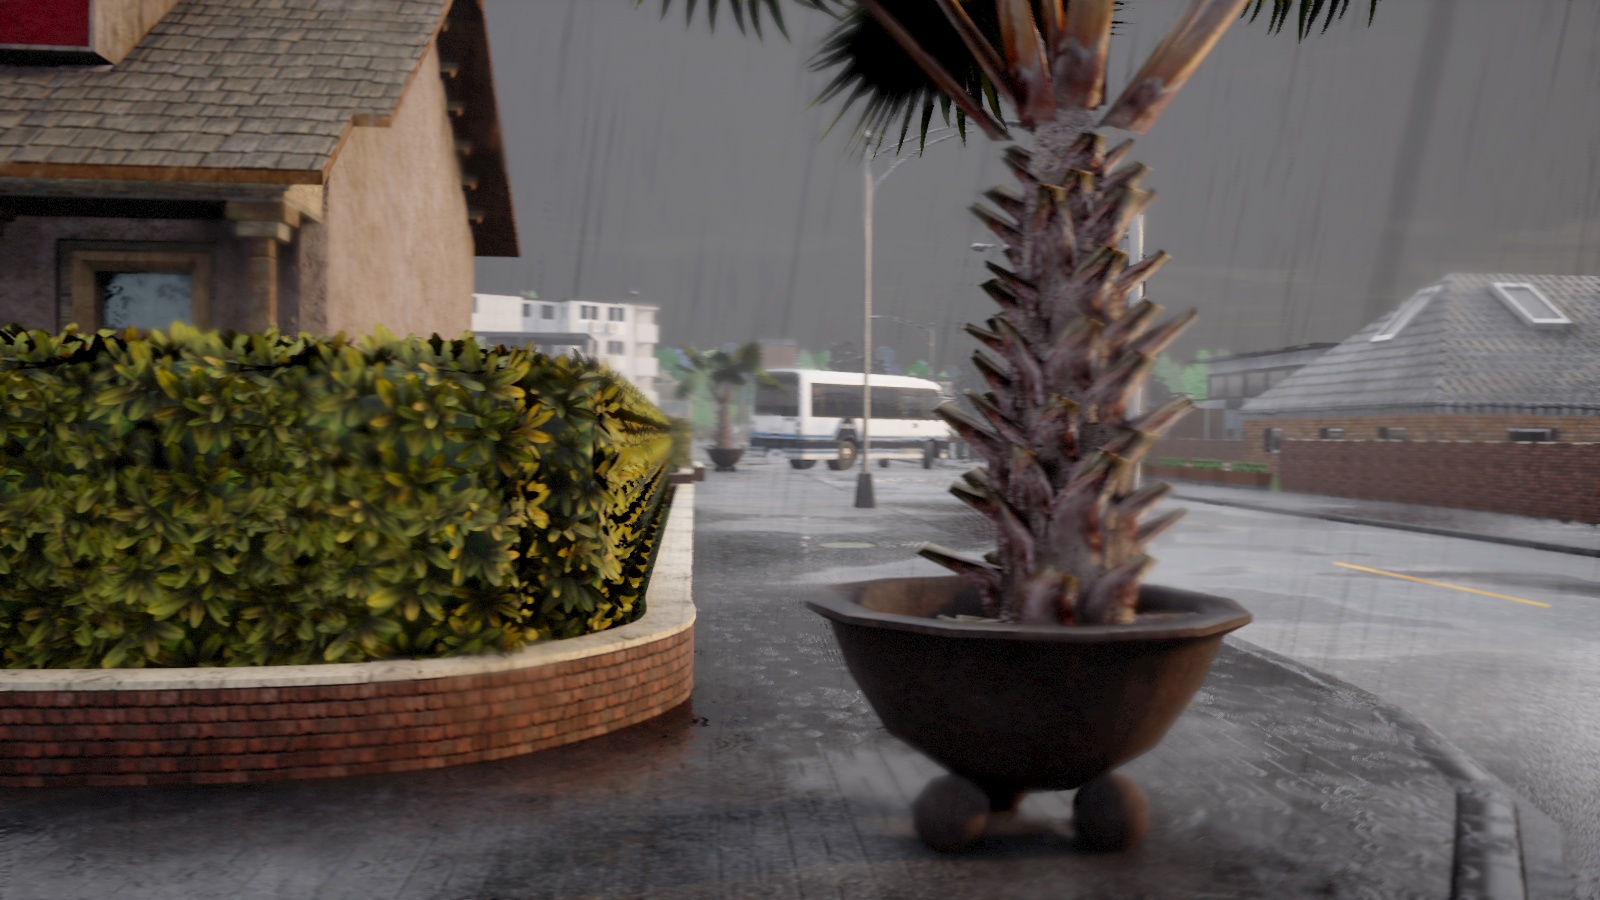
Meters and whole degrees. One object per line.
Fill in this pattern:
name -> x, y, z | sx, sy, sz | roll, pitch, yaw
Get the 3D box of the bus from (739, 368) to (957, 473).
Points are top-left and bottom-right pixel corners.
bus -> 2.345, -1.323, 56.087 | 3.944, 4.253, 10.273 | 2, 2, 43
